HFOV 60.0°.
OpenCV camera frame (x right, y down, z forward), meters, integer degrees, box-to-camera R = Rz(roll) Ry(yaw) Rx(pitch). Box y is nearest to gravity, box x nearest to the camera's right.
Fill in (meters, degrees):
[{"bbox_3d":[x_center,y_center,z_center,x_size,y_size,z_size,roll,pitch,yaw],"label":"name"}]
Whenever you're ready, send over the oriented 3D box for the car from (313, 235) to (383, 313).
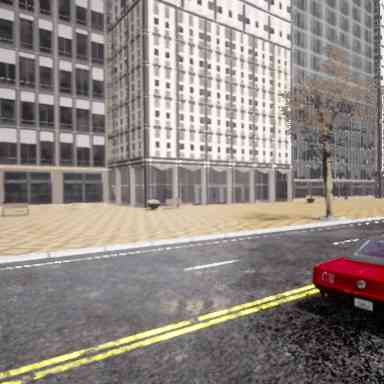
[{"bbox_3d":[4.620,1.533,6.739,4.718,1.301,1.895,-1,0,-36],"label":"car"}]
